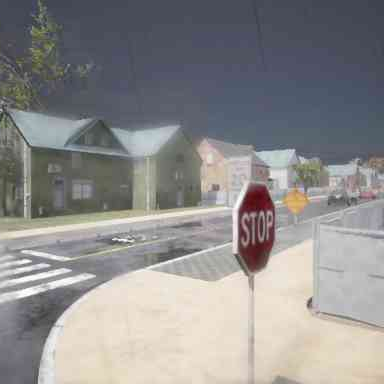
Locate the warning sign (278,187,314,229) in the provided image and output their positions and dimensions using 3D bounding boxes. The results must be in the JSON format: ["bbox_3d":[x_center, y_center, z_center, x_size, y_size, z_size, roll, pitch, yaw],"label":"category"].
[{"bbox_3d":[4.884,0.726,15.598,1.300,1.860,1.060,-2,-1,37],"label":"warning sign"}]

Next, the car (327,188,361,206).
[{"bbox_3d":[15.298,0.464,33.695,2.097,1.767,4.553,0,1,37],"label":"car"}]

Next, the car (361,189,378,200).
[{"bbox_3d":[24.301,0.322,45.737,1.994,1.385,4.181,0,1,37],"label":"car"}]
